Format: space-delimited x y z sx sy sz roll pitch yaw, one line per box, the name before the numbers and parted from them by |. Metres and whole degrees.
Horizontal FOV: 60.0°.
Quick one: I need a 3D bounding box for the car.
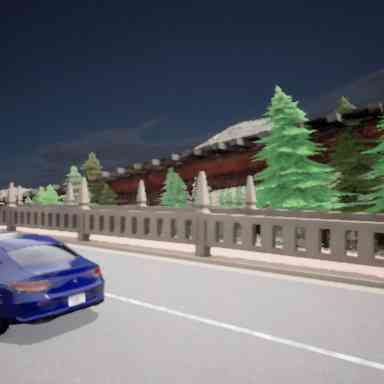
car | -3.707 1.552 6.634 4.674 1.442 1.812 0 0 35
